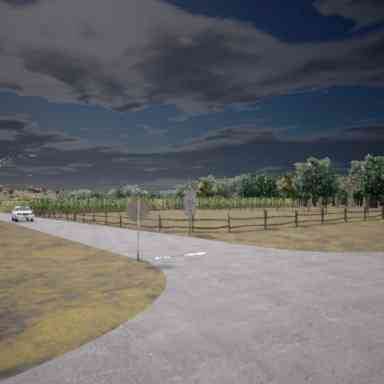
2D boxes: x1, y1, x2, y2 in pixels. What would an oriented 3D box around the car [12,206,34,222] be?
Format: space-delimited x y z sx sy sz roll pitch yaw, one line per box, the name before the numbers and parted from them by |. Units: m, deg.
car | -23.647 3.036 46.363 2.150 2.045 5.566 1 -3 -35
